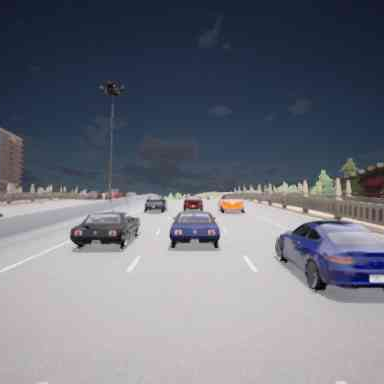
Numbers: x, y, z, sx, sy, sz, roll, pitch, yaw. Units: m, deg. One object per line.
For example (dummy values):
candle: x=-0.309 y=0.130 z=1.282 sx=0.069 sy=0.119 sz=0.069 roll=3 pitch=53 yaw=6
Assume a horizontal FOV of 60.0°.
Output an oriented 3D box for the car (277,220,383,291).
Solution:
car: x=3.592 y=1.464 z=8.734 sx=1.812 sy=1.442 sz=4.674 roll=0 pitch=1 yaw=0

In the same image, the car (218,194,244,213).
car: x=3.612 y=0.962 z=31.514 sx=2.097 sy=1.767 sz=4.553 roll=0 pitch=1 yaw=0

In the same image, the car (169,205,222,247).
car: x=0.103 y=1.459 z=14.236 sx=1.895 sy=1.301 sz=4.718 roll=0 pitch=1 yaw=0

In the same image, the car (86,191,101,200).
car: x=-17.495 y=0.599 z=59.757 sx=2.097 sy=1.767 sz=4.553 roll=0 pitch=0 yaw=1

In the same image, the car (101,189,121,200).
car: x=-13.994 y=0.466 z=59.661 sx=2.150 sy=2.045 sz=5.566 roll=0 pitch=0 yaw=1

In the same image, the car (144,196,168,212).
car: x=-3.388 y=1.097 z=31.765 sx=2.128 sy=1.511 sz=4.902 roll=0 pitch=1 yaw=0

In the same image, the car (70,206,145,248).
car: x=-3.397 y=1.462 z=14.002 sx=1.895 sy=1.301 sz=4.718 roll=0 pitch=1 yaw=0

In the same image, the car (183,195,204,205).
car: x=0.114 y=1.069 z=32.757 sx=1.882 sy=1.535 sz=5.008 roll=0 pitch=1 yaw=0

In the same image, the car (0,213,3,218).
car: x=-10.594 y=1.395 z=14.880 sx=2.033 sy=1.411 sz=5.357 roll=0 pitch=1 yaw=0

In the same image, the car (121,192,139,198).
car: x=-10.514 y=0.724 z=58.087 sx=1.882 sy=1.535 sz=5.008 roll=0 pitch=0 yaw=1
